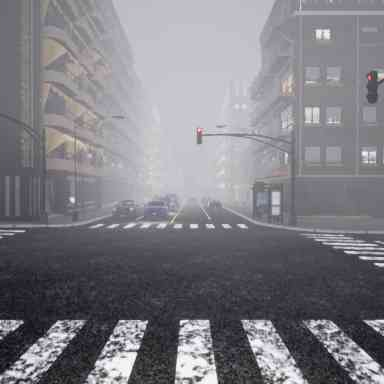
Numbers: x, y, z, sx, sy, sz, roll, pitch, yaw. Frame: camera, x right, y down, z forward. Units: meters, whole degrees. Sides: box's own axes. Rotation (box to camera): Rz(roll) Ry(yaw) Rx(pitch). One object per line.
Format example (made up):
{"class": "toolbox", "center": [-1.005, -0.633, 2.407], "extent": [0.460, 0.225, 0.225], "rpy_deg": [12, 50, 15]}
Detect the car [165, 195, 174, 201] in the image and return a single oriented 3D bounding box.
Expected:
{"class": "car", "center": [-5.716, 1.543, 85.631], "extent": [2.008, 1.369, 4.403], "rpy_deg": [0, 0, 0]}

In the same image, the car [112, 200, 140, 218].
{"class": "car", "center": [-5.701, 1.437, 29.244], "extent": [1.967, 1.590, 4.097], "rpy_deg": [0, 0, 0]}

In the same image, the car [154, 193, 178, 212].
{"class": "car", "center": [-3.099, 1.348, 38.953], "extent": [2.097, 1.767, 4.553], "rpy_deg": [0, 0, 0]}

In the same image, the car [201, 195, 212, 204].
{"class": "car", "center": [2.670, 1.435, 63.073], "extent": [1.967, 1.590, 4.097], "rpy_deg": [0, 0, 0]}

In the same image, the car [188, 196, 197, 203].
{"class": "car", "center": [0.079, 1.559, 69.743], "extent": [1.994, 1.385, 4.181], "rpy_deg": [0, 0, 0]}

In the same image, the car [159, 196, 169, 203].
{"class": "car", "center": [-5.712, 1.520, 68.545], "extent": [1.752, 1.417, 4.829], "rpy_deg": [0, 0, 0]}

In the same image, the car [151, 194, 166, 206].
{"class": "car", "center": [-5.710, 1.311, 57.437], "extent": [2.192, 1.841, 5.009], "rpy_deg": [0, 0, 0]}

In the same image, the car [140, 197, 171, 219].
{"class": "car", "center": [-3.096, 1.474, 29.325], "extent": [1.882, 1.535, 5.008], "rpy_deg": [0, 0, -1]}

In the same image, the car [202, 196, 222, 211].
{"class": "car", "center": [2.676, 1.547, 40.518], "extent": [2.008, 1.369, 4.403], "rpy_deg": [0, 0, 0]}

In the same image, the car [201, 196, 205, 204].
{"class": "car", "center": [2.675, 1.541, 46.156], "extent": [1.887, 1.381, 4.507], "rpy_deg": [0, 0, 0]}

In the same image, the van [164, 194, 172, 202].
{"class": "van", "center": [-5.715, 1.335, 79.992], "extent": [1.690, 1.788, 3.998], "rpy_deg": [0, 0, 0]}
